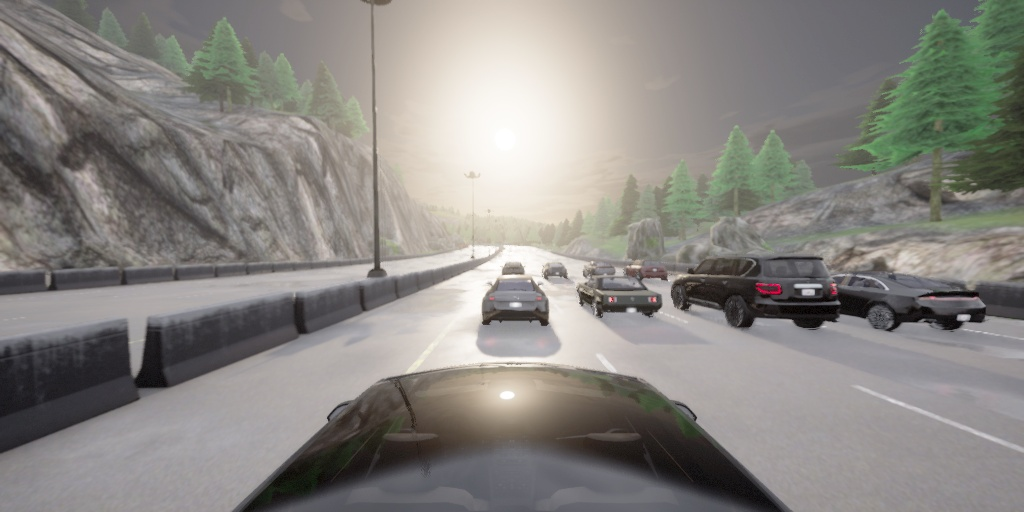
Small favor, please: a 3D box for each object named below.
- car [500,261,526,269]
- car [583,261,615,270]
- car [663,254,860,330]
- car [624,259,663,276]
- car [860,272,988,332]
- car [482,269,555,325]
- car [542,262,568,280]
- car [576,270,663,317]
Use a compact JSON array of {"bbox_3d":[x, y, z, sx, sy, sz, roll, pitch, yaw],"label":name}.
[{"bbox_3d":[0.099,1.186,29.613,1.837,1.490,4.892,0,0,0],"label":"car"},{"bbox_3d":[7.099,1.173,29.517,2.128,1.511,4.902,0,0,0],"label":"car"},{"bbox_3d":[7.100,0.963,11.269,2.150,2.045,5.566,0,0,0],"label":"car"},{"bbox_3d":[10.599,1.038,28.760,2.097,1.767,4.553,0,0,0],"label":"car"},{"bbox_3d":[10.600,1.234,10.836,2.128,1.511,4.902,0,0,0],"label":"car"},{"bbox_3d":[0.100,1.306,11.819,1.994,1.385,4.181,0,0,0],"label":"car"},{"bbox_3d":[3.599,1.199,30.725,1.812,1.442,4.674,0,0,0],"label":"car"},{"bbox_3d":[3.600,1.342,13.009,1.895,1.301,4.718,0,0,0],"label":"car"}]
